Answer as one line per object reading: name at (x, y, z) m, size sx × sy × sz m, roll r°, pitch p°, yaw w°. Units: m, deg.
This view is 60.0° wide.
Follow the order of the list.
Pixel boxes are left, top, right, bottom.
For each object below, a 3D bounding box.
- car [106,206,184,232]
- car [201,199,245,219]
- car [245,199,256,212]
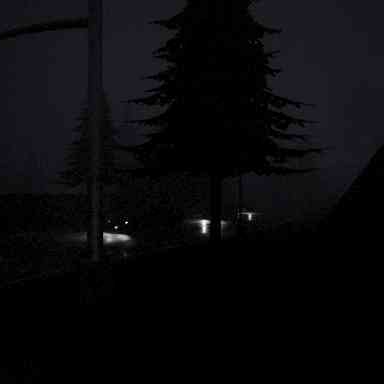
car at (-2.648, 1.547, 20.392) m, size 2.033 × 1.411 × 5.357 m, roll 0°, pitch 0°, yaw 35°
car at (2.671, 1.547, 29.261) m, size 2.033 × 1.411 × 5.357 m, roll 0°, pitch 0°, yaw 26°
car at (6.439, 1.547, 38.998) m, size 2.033 × 1.411 × 5.357 m, roll 0°, pitch 0°, yaw 16°
